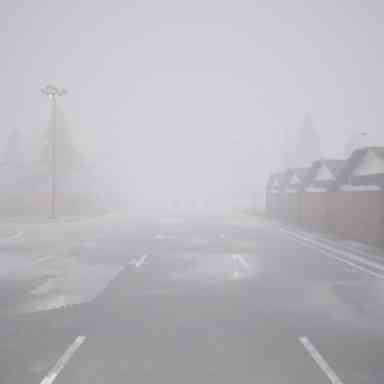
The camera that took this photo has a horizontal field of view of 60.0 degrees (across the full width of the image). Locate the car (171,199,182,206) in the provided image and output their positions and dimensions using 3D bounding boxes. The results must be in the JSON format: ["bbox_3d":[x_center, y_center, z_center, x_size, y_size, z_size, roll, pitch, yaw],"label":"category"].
[{"bbox_3d":[-3.514,2.292,72.026,1.837,1.490,4.892,0,-1,0],"label":"car"}]

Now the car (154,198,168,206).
[{"bbox_3d":[-7.014,2.152,72.412,2.097,1.767,4.553,0,-1,0],"label":"car"}]

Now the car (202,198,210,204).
[{"bbox_3d":[3.484,2.291,82.447,1.812,1.442,4.674,0,-1,0],"label":"car"}]

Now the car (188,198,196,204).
[{"bbox_3d":[-0.016,2.320,82.446,1.994,1.385,4.181,0,-1,0],"label":"car"}]

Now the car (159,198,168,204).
[{"bbox_3d":[-7.016,2.291,82.445,1.812,1.442,4.674,0,-1,0],"label":"car"}]

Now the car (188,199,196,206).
[{"bbox_3d":[-0.014,2.317,72.025,2.128,1.511,4.902,0,-1,0],"label":"car"}]

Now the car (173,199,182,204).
[{"bbox_3d":[-3.516,2.363,82.475,1.895,1.301,4.718,0,-1,0],"label":"car"}]

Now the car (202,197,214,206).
[{"bbox_3d":[3.486,2.017,72.060,2.150,2.045,5.566,0,-1,0],"label":"car"}]
